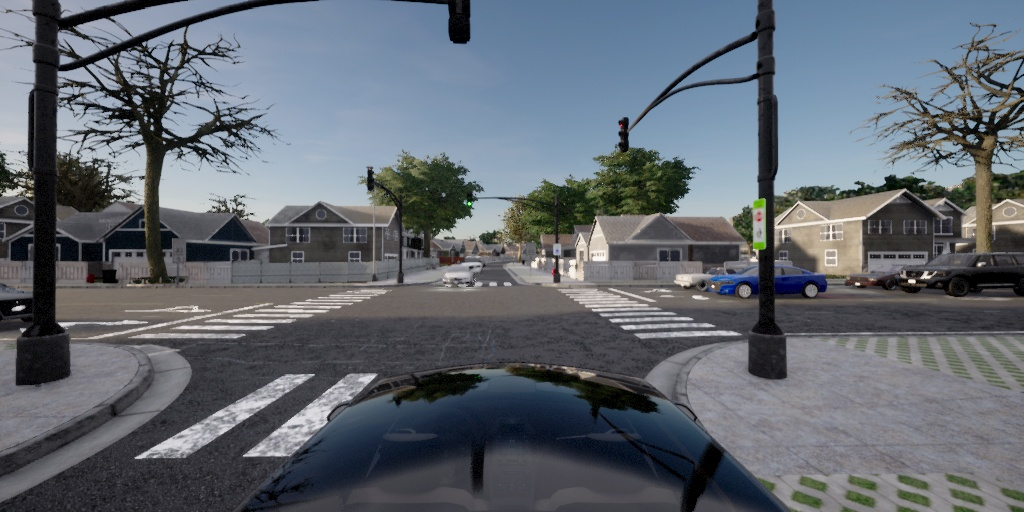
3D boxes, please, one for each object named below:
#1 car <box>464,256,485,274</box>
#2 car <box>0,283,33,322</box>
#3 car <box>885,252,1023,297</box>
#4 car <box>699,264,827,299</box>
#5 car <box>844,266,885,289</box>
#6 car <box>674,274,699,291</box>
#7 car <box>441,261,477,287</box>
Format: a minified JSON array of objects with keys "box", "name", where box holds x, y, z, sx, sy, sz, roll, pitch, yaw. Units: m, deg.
[{"box":[-4.490,1.055,40.658,2.150,2.045,5.566,0,2,-3],"name":"car"},{"box":[-15.233,1.225,9.570,4.181,1.385,1.994,0,0,-2],"name":"car"},{"box":[21.958,0.848,17.285,5.566,2.045,2.150,0,0,-1],"name":"car"},{"box":[11.998,1.158,17.010,5.008,1.535,1.882,0,0,-2],"name":"car"},{"box":[22.389,1.193,20.542,5.357,1.411,2.033,0,0,-1],"name":"car"},{"box":[11.785,1.304,20.257,4.718,1.301,1.895,0,0,-2],"name":"car"},{"box":[-3.624,1.317,24.689,1.812,1.442,4.674,0,1,-3],"name":"car"}]
